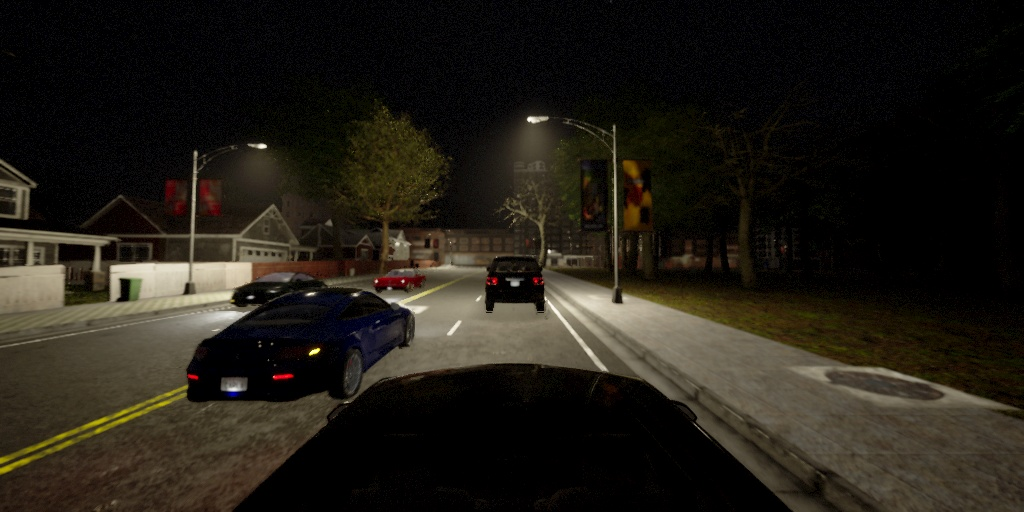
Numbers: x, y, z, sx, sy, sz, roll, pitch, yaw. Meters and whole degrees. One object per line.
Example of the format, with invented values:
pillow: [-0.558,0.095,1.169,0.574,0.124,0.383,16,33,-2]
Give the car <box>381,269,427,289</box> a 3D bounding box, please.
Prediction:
car: [-6.559,1.451,21.419,1.895,1.301,4.718,0,0,0]

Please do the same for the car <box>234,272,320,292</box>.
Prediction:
car: [-9.833,1.381,15.494,1.994,1.385,4.181,0,0,0]

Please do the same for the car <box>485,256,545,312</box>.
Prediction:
car: [0.105,1.033,14.645,2.150,2.045,5.566,0,0,0]

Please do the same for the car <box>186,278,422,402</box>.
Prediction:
car: [-3.147,1.296,6.364,1.812,1.442,4.674,0,0,0]
